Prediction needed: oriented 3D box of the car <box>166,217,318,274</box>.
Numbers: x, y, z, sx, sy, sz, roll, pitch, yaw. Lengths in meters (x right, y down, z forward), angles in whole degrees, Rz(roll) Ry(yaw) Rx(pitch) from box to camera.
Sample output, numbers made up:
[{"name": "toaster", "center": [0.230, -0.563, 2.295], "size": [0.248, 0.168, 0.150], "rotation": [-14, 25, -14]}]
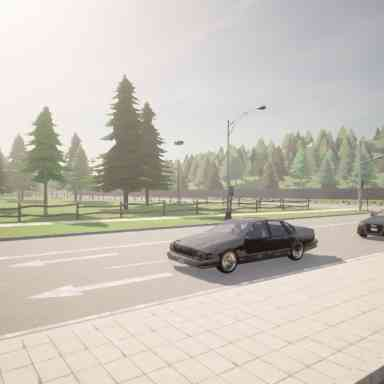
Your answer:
[{"name": "car", "center": [1.861, 1.547, 10.826], "size": [5.357, 1.411, 2.033], "rotation": [0, 0, -35]}]

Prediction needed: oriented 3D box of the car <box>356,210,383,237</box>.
[{"name": "car", "center": [10.102, 1.564, 16.619], "size": [4.181, 1.385, 1.994], "rotation": [0, 0, -35]}]
